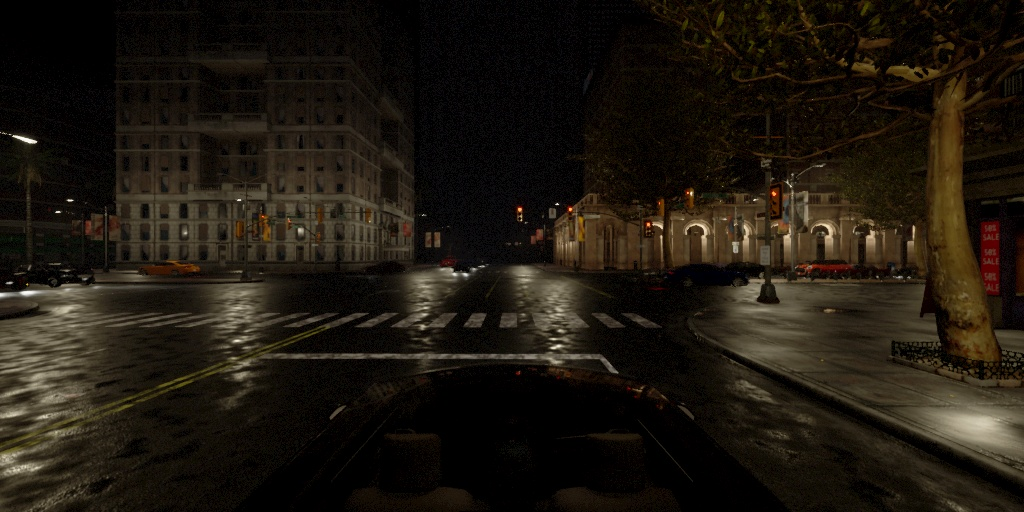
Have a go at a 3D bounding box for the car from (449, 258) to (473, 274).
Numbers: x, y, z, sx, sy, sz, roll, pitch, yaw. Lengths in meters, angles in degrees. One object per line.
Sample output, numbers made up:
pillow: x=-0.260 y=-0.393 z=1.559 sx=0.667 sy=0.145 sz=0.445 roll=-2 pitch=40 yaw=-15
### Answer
car: x=-6.106 y=1.297 z=42.483 sx=2.033 sy=1.411 sz=5.357 roll=0 pitch=0 yaw=-10

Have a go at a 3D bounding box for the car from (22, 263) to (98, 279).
car: x=-39.790 y=1.314 z=31.648 sx=4.181 sy=1.385 sz=1.994 roll=0 pitch=0 yaw=0

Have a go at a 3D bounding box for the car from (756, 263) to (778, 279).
car: x=19.698 y=1.228 z=31.163 sx=5.008 sy=1.535 sz=1.882 roll=0 pitch=0 yaw=0

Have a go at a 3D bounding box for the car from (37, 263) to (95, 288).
car: x=-30.240 y=1.241 z=23.386 sx=4.902 sy=1.511 sz=2.128 roll=0 pitch=0 yaw=1

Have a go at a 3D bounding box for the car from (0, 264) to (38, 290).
car: x=-29.798 y=1.314 z=19.875 sx=4.181 sy=1.385 sz=1.994 roll=0 pitch=0 yaw=1

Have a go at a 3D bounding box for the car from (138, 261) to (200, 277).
car: x=-33.508 y=1.227 z=35.079 sx=5.008 sy=1.535 sz=1.882 roll=0 pitch=0 yaw=1

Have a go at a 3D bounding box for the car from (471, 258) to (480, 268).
car: x=-6.938 y=1.275 z=59.576 sx=1.812 sy=1.442 sz=4.674 roll=0 pitch=0 yaw=0

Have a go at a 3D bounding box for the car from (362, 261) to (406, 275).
car: x=-13.744 y=1.275 z=38.795 sx=1.812 sy=1.442 sz=4.674 roll=1 pitch=1 yaw=39

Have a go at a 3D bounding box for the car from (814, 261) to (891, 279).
car: x=29.575 y=1.351 z=31.082 sx=4.718 sy=1.301 sz=1.895 roll=0 pitch=0 yaw=1

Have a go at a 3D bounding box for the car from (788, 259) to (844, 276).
car: x=29.931 y=1.102 z=34.577 sx=4.553 sy=1.767 sz=2.097 roll=0 pitch=0 yaw=0

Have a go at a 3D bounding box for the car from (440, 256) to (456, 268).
car: x=-10.439 y=0.968 z=59.777 sx=2.150 sy=2.045 sz=5.566 roll=0 pitch=0 yaw=0

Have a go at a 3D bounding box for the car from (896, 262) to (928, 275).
car: x=40.491 y=1.297 z=34.482 sx=5.357 sy=1.411 sz=2.033 roll=0 pitch=0 yaw=1

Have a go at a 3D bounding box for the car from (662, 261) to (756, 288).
car: x=12.350 y=1.227 z=23.007 sx=5.008 sy=1.535 sz=1.882 roll=0 pitch=0 yaw=2
